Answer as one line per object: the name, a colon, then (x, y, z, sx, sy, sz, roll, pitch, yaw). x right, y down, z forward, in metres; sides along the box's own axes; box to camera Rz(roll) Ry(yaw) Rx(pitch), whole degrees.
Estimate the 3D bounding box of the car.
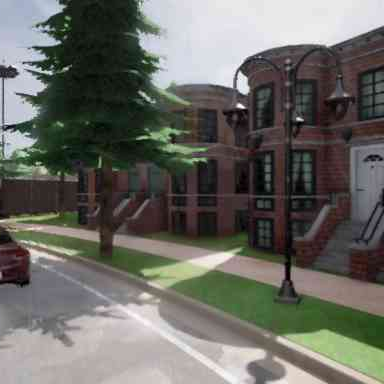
car: (-5.489, 1.507, 8.334, 1.812, 1.442, 4.674, 0, 0, -42)
